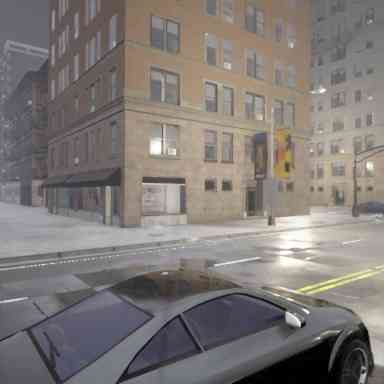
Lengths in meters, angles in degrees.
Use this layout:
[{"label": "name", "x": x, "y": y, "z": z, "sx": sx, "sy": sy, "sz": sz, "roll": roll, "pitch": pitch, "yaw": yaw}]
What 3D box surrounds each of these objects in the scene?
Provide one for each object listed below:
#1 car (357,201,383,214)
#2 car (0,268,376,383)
[{"label": "car", "x": 18.520, "y": 1.561, "z": 32.733, "sx": 1.994, "sy": 1.385, "sz": 4.181, "roll": 0, "pitch": 0, "yaw": -42}, {"label": "car", "x": 0.122, "y": 1.564, "z": 3.546, "sx": 4.181, "sy": 1.385, "sz": 1.994, "roll": 0, "pitch": 0, "yaw": -36}]
